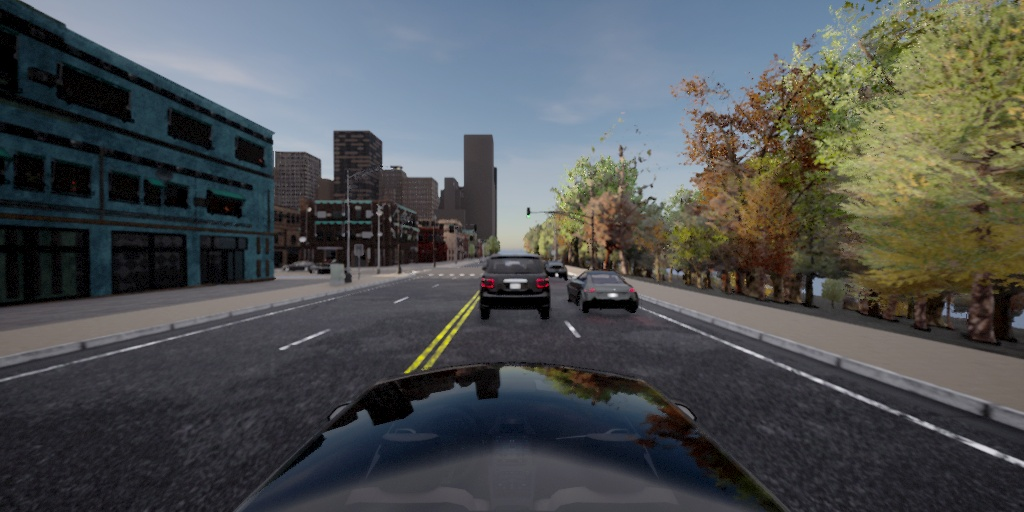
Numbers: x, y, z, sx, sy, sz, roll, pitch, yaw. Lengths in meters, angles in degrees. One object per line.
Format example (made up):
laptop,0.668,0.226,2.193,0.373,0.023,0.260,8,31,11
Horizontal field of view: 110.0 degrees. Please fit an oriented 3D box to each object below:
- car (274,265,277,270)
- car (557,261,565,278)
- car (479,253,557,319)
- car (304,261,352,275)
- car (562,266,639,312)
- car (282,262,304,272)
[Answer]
car,-33.869,1.486,48.059,4.207,1.307,1.802,0,0,0
car,3.320,1.151,28.929,1.837,1.490,4.892,0,0,0
car,0.087,0.930,12.730,2.150,2.045,5.566,0,0,0
car,-19.990,1.426,39.556,4.313,1.339,1.948,0,0,0
car,3.336,1.266,13.880,1.994,1.385,4.181,0,0,0
car,-28.333,1.391,48.058,4.403,1.370,2.007,0,0,0
